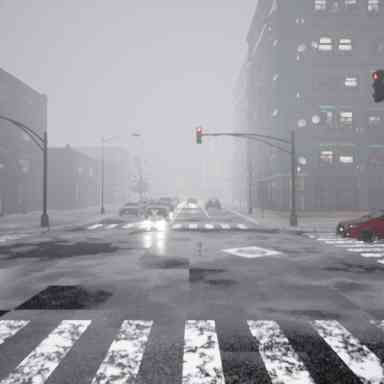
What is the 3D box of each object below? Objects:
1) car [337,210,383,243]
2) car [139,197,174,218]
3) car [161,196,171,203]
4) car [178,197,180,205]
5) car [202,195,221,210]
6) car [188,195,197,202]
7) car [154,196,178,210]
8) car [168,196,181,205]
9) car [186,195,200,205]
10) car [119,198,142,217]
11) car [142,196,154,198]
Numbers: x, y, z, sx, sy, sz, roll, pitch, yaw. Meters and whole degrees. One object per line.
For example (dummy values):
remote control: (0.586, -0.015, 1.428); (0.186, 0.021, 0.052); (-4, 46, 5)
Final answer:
car: (8.860, 1.516, 15.106); (4.181, 1.385, 1.994); (-1, -1, 5)
car: (-3.092, 1.487, 29.905); (2.128, 1.511, 4.902); (0, 0, 0)
car: (-5.664, 1.574, 71.559); (1.802, 1.307, 4.206); (1, 0, 0)
car: (-3.082, 1.519, 47.919); (1.812, 1.442, 4.674); (0, 0, 0)
car: (2.714, 1.434, 43.185); (1.967, 1.590, 4.097); (1, 0, 0)
car: (0.013, 1.349, 69.852); (1.812, 1.442, 4.674); (0, 0, 0)
car: (-3.089, 1.347, 38.924); (2.097, 1.767, 4.553); (0, 0, 0)
car: (-3.042, 1.470, 58.345); (1.882, 1.535, 5.008); (0, 0, 1)
car: (0.011, 1.470, 59.426); (1.882, 1.535, 5.008); (0, 0, 0)
car: (-5.747, 1.540, 31.756); (1.887, 1.381, 4.507); (1, 0, 0)
car: (-5.670, 1.540, 37.438); (1.887, 1.381, 4.507); (1, 0, 0)
